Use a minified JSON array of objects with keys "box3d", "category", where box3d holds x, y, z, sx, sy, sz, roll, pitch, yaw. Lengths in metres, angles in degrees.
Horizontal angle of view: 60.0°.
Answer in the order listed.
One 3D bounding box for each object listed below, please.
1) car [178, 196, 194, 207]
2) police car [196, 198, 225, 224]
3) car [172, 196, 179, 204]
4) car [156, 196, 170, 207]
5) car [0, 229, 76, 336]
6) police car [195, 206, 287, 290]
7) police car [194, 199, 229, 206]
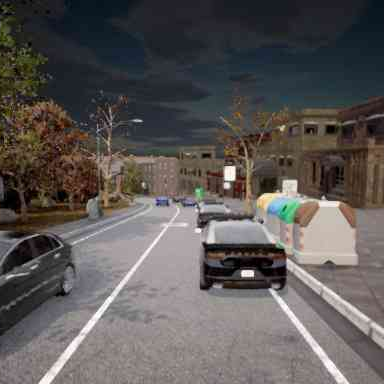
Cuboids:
[{"box3d":[-0.442,1.431,47.690,1.994,1.385,4.181,-1,0,-6],"category":"car"},{"box3d":[1.276,1.363,25.235,1.930,1.638,5.238,0,0,1],"category":"police car"},{"box3d":[-2.488,1.436,61.312,1.895,1.301,4.718,-1,0,-12],"category":"car"},{"box3d":[-4.313,1.385,48.966,1.882,1.535,5.008,-1,0,-6],"category":"car"},{"box3d":[-3.559,1.491,5.746,1.837,1.490,4.892,0,0,1],"category":"car"},{"box3d":[1.124,1.403,9.157,1.930,1.638,5.238,0,0,1],"category":"police car"},{"box3d":[1.219,1.378,19.206,1.930,1.638,5.238,0,0,1],"category":"police car"}]
